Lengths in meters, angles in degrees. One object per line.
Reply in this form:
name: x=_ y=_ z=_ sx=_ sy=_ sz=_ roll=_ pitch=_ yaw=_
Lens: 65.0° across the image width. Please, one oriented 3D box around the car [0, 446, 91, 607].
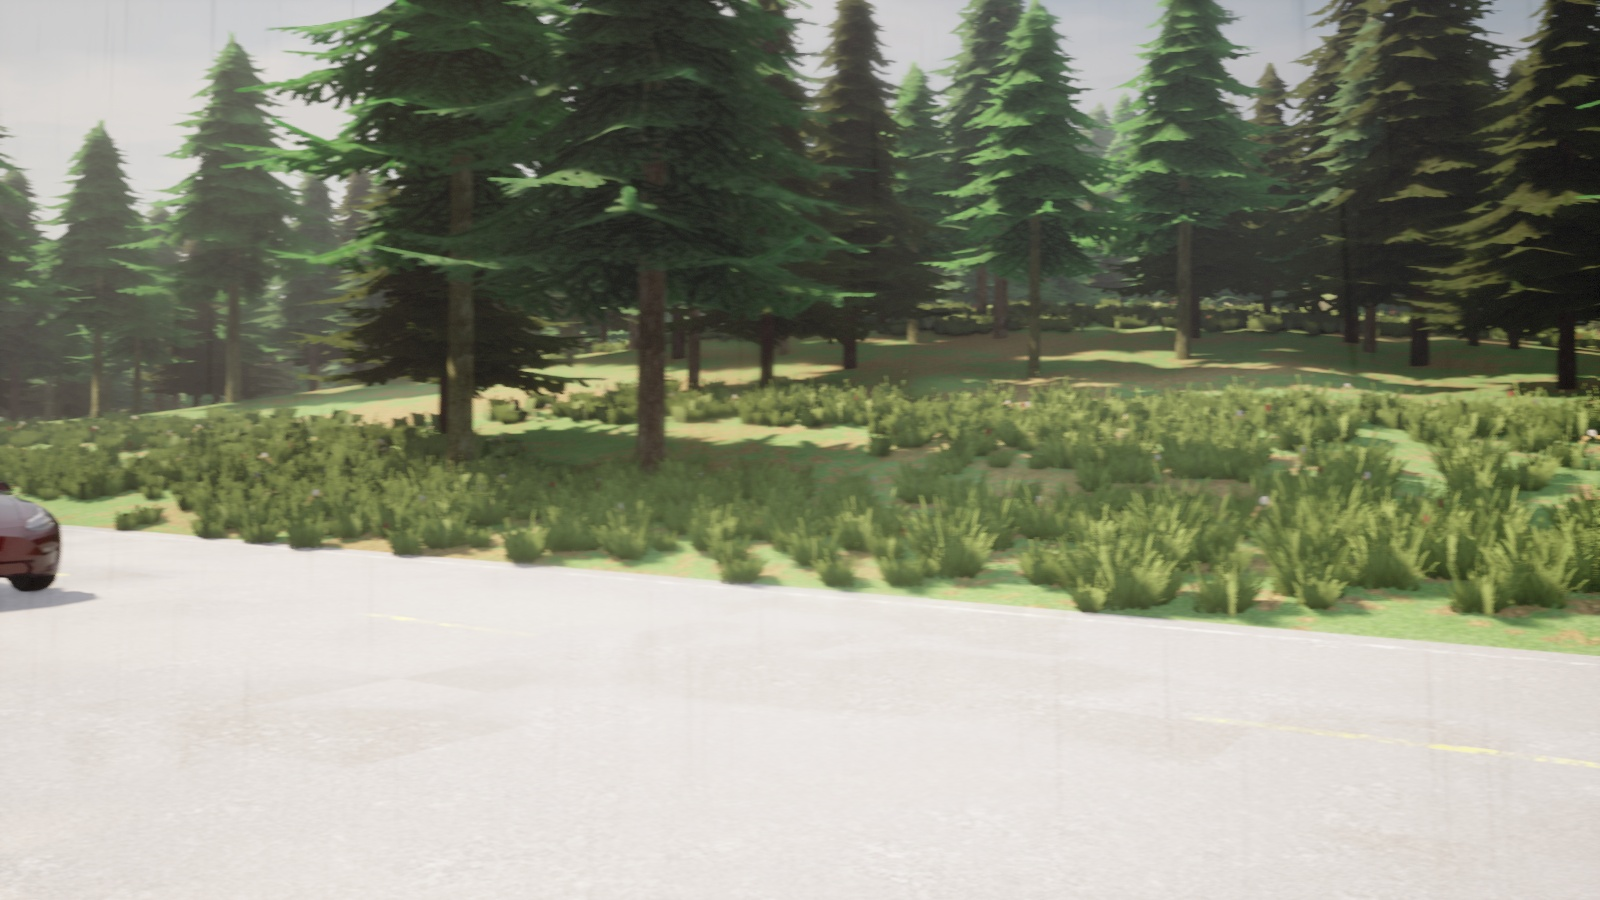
car: x=-9.585 y=0.698 z=12.798 sx=4.792 sy=1.488 sz=2.163 roll=0 pitch=1 yaw=33
